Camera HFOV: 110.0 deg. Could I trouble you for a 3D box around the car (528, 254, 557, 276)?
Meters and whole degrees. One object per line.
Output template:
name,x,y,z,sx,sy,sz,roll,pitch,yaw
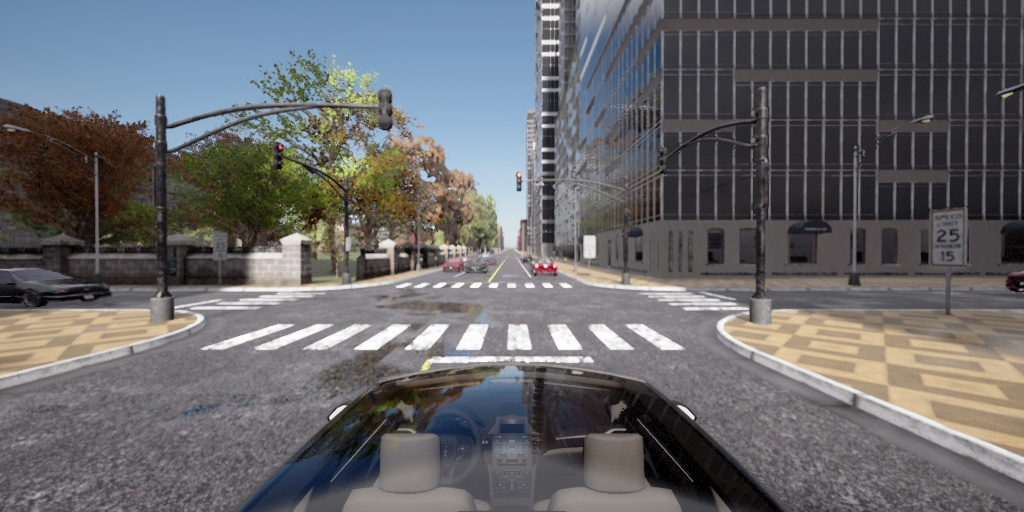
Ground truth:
car,2.653,0.799,30.093,1.967,1.591,4.097,0,0,0

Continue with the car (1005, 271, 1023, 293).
car,25.283,0.957,15.925,5.008,1.535,1.882,0,1,1

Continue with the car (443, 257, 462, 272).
car,-5.736,0.826,35.759,1.888,1.381,4.507,0,0,0

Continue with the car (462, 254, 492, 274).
car,-3.137,0.822,33.062,1.837,1.490,4.892,0,1,0

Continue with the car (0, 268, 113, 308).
car,-18.768,1.176,13.709,5.357,1.411,2.033,0,1,1

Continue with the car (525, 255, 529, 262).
car,2.645,0.847,35.773,1.948,1.339,4.313,0,0,0

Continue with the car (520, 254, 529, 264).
car,2.614,0.530,58.496,1.948,1.339,4.313,0,0,0

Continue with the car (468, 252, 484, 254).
car,-5.759,0.359,52.807,2.192,1.841,5.009,0,0,0

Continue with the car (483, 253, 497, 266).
car,-3.141,0.652,49.768,1.994,1.385,4.181,0,1,0
